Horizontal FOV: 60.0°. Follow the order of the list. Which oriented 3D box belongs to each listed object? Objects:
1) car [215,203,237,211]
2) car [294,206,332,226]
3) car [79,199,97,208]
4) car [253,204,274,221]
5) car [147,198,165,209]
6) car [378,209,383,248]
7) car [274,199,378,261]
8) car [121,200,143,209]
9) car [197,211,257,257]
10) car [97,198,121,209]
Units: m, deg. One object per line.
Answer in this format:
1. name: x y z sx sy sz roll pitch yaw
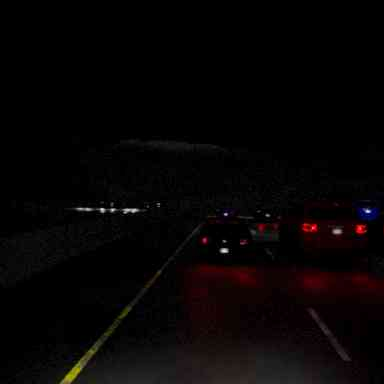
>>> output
1. car: 3.118 1.756 30.447 1.812 1.442 4.674 1 -1 6
2. car: 9.832 1.908 27.440 1.895 1.301 4.718 1 -1 6
3. car: -15.936 1.806 51.714 1.994 1.385 4.181 1 -1 6
4. car: 6.600 1.809 30.091 1.812 1.442 4.674 1 -1 6
5. car: -5.465 1.761 50.972 2.097 1.767 4.553 1 -1 6
6. car: 8.417 1.673 13.685 1.837 1.490 4.892 1 0 6
7. car: 4.833 1.331 13.047 2.150 2.045 5.566 1 0 6
8. car: -8.964 1.918 51.180 1.994 1.385 4.181 1 -1 6
9. car: 1.319 1.654 13.169 1.895 1.301 4.718 1 0 6
10. car: -12.450 1.648 51.432 2.097 1.767 4.553 1 -1 6
